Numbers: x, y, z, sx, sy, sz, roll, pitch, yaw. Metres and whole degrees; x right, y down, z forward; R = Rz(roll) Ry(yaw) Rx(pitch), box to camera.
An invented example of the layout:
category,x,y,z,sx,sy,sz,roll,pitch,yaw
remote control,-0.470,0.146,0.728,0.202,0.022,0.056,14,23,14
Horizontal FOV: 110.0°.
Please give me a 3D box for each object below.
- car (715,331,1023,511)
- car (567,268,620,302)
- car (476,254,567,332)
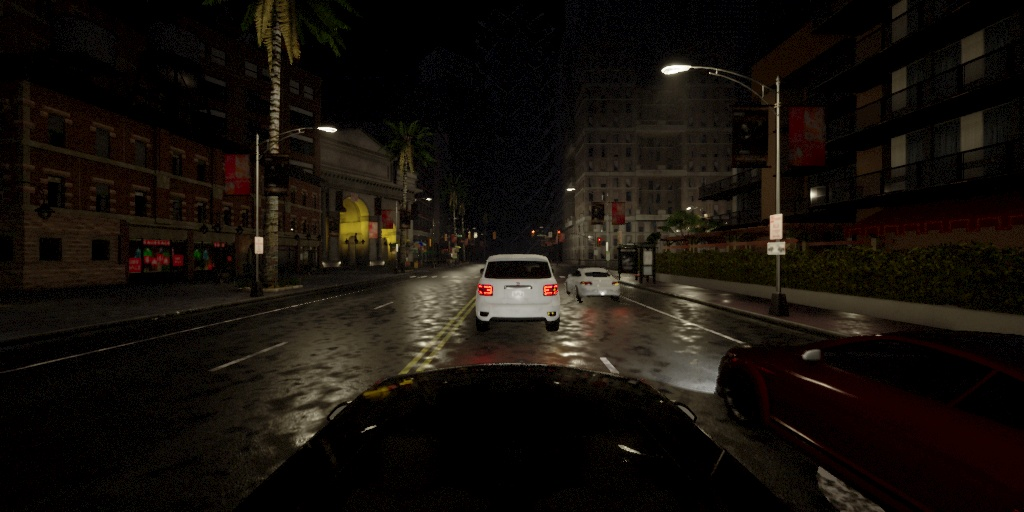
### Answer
category,x,y,z,sx,sy,sz,roll,pitch,yaw
car,3.668,1.314,2.989,1.994,1.385,4.181,0,0,-1
car,3.695,1.275,16.850,1.812,1.442,4.674,0,0,0
car,0.157,0.972,11.063,2.150,2.045,5.566,0,0,0
